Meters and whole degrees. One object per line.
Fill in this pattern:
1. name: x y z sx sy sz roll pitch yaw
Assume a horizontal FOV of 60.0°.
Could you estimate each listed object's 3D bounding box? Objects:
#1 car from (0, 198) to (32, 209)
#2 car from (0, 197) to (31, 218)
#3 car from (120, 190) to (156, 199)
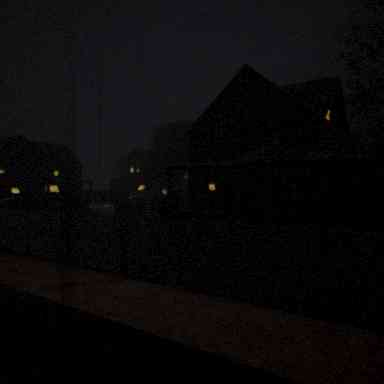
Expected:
1. car: -12.231 1.166 23.565 1.837 1.490 4.892 1 2 37
2. car: -14.654 1.188 24.985 1.994 1.385 4.181 1 2 36
3. car: -6.034 0.627 37.090 2.097 1.767 4.553 1 2 36
